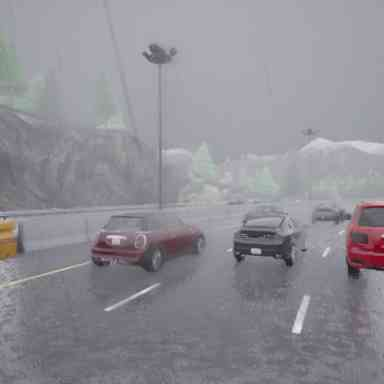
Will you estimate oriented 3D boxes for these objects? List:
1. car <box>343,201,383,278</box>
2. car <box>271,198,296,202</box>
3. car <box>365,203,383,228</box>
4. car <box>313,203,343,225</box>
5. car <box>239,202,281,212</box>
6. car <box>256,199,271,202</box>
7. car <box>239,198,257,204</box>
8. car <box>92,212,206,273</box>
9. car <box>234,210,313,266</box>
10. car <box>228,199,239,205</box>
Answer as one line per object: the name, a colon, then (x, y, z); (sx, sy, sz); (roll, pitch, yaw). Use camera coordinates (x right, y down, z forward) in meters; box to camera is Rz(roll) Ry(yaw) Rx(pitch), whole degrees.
car: (5.836, 1.261, 9.904); (2.150, 2.045, 5.566); (-1, 0, 26)
car: (15.666, 1.782, 54.935); (1.882, 1.535, 5.008); (-1, -1, 43)
car: (13.599, 1.599, 23.656); (1.837, 1.490, 4.892); (-1, 0, 33)
car: (10.500, 1.615, 25.306); (2.128, 1.511, 4.902); (-1, 0, 33)
car: (5.429, 1.690, 23.875); (2.033, 1.411, 5.357); (-1, 0, 32)
car: (14.048, 1.886, 58.351); (2.033, 1.411, 5.357); (-1, -1, 44)
car: (11.143, 1.896, 60.341); (1.812, 1.442, 4.674); (-1, -1, 43)
car: (-1.228, 1.444, 11.385); (2.097, 1.767, 4.553); (-1, 0, 26)
car: (2.990, 1.572, 12.011); (1.837, 1.490, 4.892); (-1, -2, 27)
car: (8.842, 2.004, 63.039); (1.895, 1.301, 4.718); (-1, -1, 43)
